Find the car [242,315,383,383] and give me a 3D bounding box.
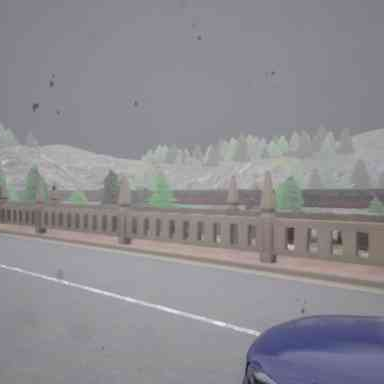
[{"bbox_3d":[2.590,1.526,2.146,4.674,1.442,1.812,0,0,35],"label":"car"}]
